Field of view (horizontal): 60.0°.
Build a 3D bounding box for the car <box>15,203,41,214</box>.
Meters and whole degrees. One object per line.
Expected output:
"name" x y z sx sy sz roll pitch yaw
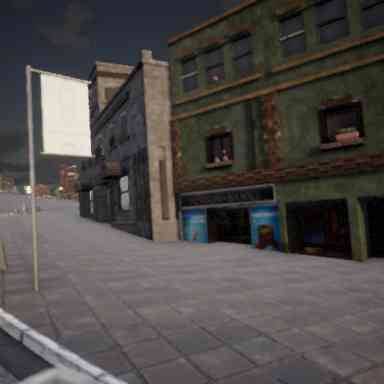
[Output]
"car" -26.811 2.560 54.449 2.097 1.767 4.553 -4 -1 7
